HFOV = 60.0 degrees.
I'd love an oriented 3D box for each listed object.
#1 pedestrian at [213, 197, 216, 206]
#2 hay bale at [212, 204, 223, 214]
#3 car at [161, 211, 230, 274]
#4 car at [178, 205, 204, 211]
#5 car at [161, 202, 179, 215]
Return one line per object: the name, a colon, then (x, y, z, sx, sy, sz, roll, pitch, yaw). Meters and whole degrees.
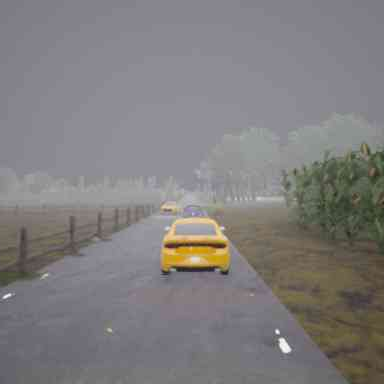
pedestrian: (2.830, 1.537, 42.144, 0.375, 1.860, 0.375, 1, -2, -5)
hay bale: (3.119, 2.134, 41.011, 1.220, 1.180, 1.240, -1, -2, 0)
car: (0.094, 1.596, 10.953, 1.882, 1.535, 5.008, 0, -1, 0)
car: (0.103, 1.890, 29.625, 2.033, 1.411, 5.357, 0, -1, 0)
car: (-2.583, 1.961, 41.371, 1.882, 1.535, 5.008, 1, -1, 6)
